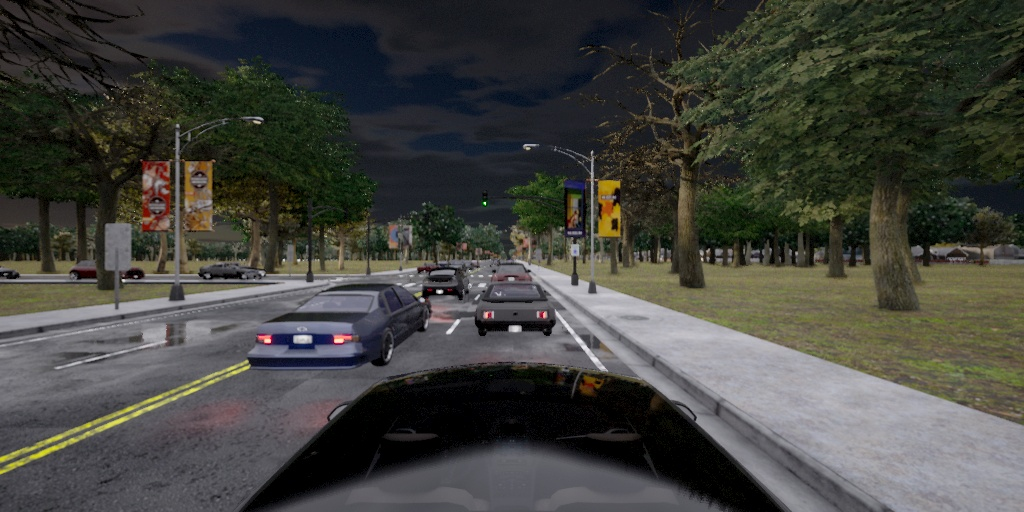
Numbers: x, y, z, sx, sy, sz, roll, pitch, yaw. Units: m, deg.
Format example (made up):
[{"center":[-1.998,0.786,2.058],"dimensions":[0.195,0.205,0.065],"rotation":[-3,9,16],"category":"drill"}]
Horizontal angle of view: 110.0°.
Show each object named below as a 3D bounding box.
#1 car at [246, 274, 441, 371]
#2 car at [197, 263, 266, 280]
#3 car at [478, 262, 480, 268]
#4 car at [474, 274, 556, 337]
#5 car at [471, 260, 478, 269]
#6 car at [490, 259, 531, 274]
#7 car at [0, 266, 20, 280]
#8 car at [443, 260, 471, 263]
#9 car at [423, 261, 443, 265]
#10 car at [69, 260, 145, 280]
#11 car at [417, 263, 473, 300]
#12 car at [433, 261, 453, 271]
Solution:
[{"center":[-3.175,1.311,7.921],"dimensions":[2.033,1.411,5.357],"rotation":[0,0,0],"category":"car"},{"center":[-23.078,1.285,29.668],"dimensions":[4.902,1.511,2.128],"rotation":[0,0,0],"category":"car"},{"center":[-6.874,1.446,64.380],"dimensions":[1.812,1.442,4.674],"rotation":[0,0,0],"category":"car"},{"center":[0.063,1.371,10.346],"dimensions":[1.895,1.301,4.718],"rotation":[0,0,0],"category":"car"},{"center":[-6.854,1.378,54.145],"dimensions":[2.128,1.511,4.902],"rotation":[0,0,0],"category":"car"},{"center":[-0.022,1.143,19.580],"dimensions":[2.097,1.767,4.553],"rotation":[0,0,0],"category":"car"},{"center":[-43.649,1.338,29.603],"dimensions":[4.181,1.385,1.994],"rotation":[0,0,1],"category":"car"},{"center":[-6.811,1.350,44.808],"dimensions":[2.128,1.511,4.902],"rotation":[0,0,0],"category":"car"},{"center":[-10.055,1.455,43.317],"dimensions":[1.895,1.301,4.718],"rotation":[0,0,0],"category":"car"},{"center":[-33.335,1.134,29.623],"dimensions":[4.553,1.767,2.097],"rotation":[0,0,0],"category":"car"},{"center":[-3.209,1.294,17.972],"dimensions":[1.837,1.490,4.892],"rotation":[0,0,-2],"category":"car"},{"center":[-10.101,1.430,52.969],"dimensions":[2.033,1.411,5.357],"rotation":[0,0,0],"category":"car"}]
